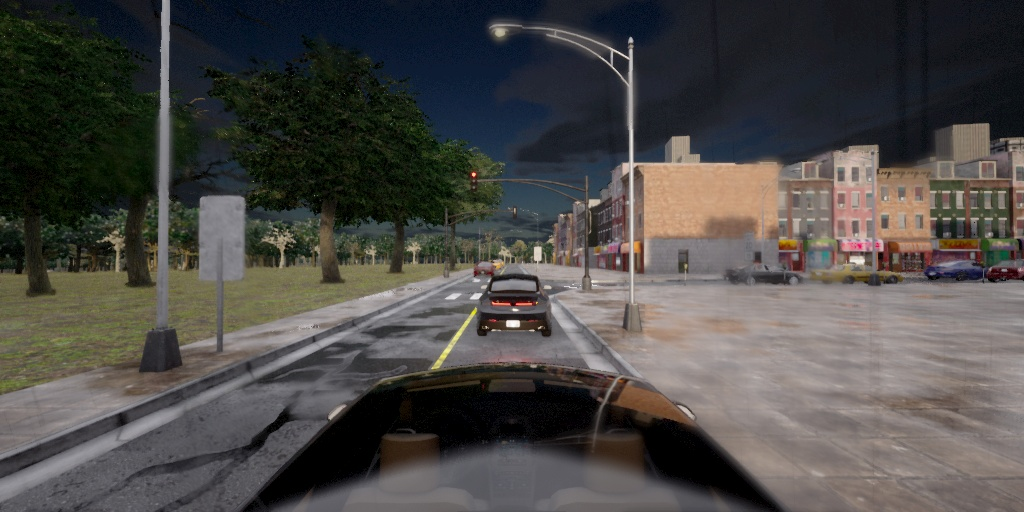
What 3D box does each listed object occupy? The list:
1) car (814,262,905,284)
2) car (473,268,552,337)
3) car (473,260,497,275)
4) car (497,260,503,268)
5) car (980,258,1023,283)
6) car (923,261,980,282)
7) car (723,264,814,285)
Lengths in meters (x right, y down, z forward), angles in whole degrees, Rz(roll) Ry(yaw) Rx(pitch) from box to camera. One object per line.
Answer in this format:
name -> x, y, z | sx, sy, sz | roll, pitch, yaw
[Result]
car -> 21.375, 1.069, 22.240 | 4.829, 1.417, 1.751 | 0, 0, 0
car -> 0.104, 1.261, 10.382 | 1.837, 1.490, 4.892 | 0, 0, 2
car -> -2.747, 1.281, 35.688 | 1.882, 1.535, 5.008 | 0, 0, -1
car -> -2.715, 1.379, 54.070 | 1.882, 1.535, 5.008 | 0, 0, 0
car -> 32.553, 0.900, 22.286 | 4.097, 1.591, 1.967 | 0, 0, 0
car -> 31.402, 1.030, 24.832 | 4.674, 1.442, 1.812 | 0, -1, 0
car -> 15.530, 1.139, 22.215 | 4.403, 1.370, 2.007 | 0, 0, 0
